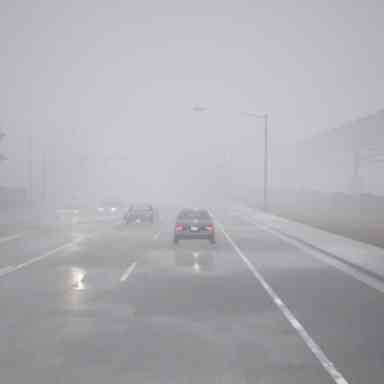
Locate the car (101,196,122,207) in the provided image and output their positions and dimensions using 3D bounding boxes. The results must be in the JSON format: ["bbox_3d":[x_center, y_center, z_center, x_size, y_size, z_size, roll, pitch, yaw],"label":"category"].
[{"bbox_3d":[-10.532,1.230,43.824,1.812,1.442,4.674,0,1,0],"label":"car"}]

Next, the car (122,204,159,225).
[{"bbox_3d":[-3.415,1.519,23.324,1.895,1.301,4.718,0,0,0],"label":"car"}]

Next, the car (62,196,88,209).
[{"bbox_3d":[-14.063,1.276,40.285,1.812,1.442,4.674,0,1,0],"label":"car"}]

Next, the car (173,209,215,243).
[{"bbox_3d":[0.089,1.502,15.760,2.033,1.411,5.357,0,0,0],"label":"car"}]
